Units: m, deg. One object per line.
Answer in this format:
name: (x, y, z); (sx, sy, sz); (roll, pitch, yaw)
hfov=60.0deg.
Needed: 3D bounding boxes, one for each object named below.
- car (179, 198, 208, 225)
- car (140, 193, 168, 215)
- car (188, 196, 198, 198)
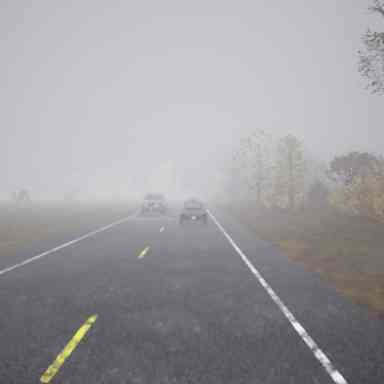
car: (0.100, 1.398, 23.452); (2.128, 1.511, 4.902); (0, 0, 0)
car: (-3.580, 1.089, 32.068); (2.150, 2.045, 5.566); (0, 0, 0)
car: (0.102, 1.328, 41.746); (1.837, 1.490, 4.892); (0, 0, 0)
